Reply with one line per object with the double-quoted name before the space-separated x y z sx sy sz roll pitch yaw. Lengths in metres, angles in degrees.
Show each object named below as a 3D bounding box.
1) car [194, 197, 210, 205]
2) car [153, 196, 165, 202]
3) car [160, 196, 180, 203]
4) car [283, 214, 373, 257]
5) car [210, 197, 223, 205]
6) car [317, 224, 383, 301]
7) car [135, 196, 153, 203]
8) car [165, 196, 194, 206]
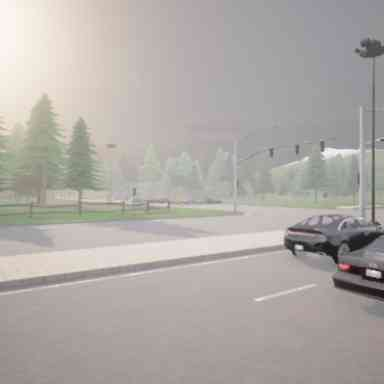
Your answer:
"car" 0.666 1.784 62.661 1.895 1.301 4.718 0 0 -34
"car" -8.189 1.661 75.459 1.882 1.535 5.008 0 0 -35
"car" -5.160 1.742 77.232 2.033 1.411 5.357 0 0 -35
"car" 5.364 1.547 11.907 4.902 1.511 2.128 0 0 -35
"car" 3.702 1.748 64.458 2.033 1.411 5.357 0 0 -34
"car" 5.456 1.591 7.685 5.357 1.411 2.033 0 0 -35
"car" -11.075 1.691 73.479 1.812 1.442 4.674 0 0 -35
"car" -2.348 1.643 60.846 1.882 1.535 5.008 0 0 -34
